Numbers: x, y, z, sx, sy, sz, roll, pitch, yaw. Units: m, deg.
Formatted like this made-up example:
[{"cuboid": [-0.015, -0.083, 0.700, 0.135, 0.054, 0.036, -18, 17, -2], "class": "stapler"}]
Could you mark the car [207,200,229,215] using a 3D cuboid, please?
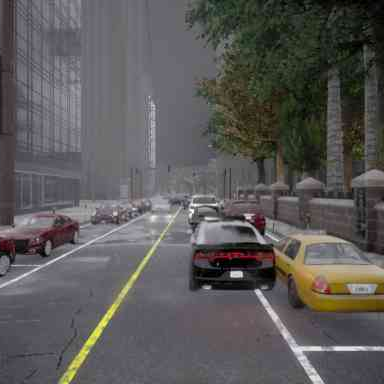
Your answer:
[{"cuboid": [2.670, 1.576, 34.798, 1.947, 1.339, 4.313, 0, 0, 0], "class": "car"}]

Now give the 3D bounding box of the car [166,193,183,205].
[{"cuboid": [-1.764, 1.371, 54.998, 2.097, 1.767, 4.553, 1, 0, -38], "class": "car"}]

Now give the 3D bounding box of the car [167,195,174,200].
[{"cuboid": [-6.013, 1.636, 93.969, 1.802, 1.307, 4.206, 0, 0, 0], "class": "car"}]

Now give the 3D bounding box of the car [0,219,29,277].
[{"cuboid": [-5.783, 1.545, 7.488, 1.887, 1.381, 4.507, 0, 0, 0], "class": "car"}]

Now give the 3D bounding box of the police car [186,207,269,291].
[{"cuboid": [0.876, 1.427, 9.167, 1.930, 1.638, 5.238, 0, 0, 0], "class": "police car"}]

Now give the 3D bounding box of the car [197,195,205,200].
[{"cuboid": [2.512, 1.605, 93.992, 2.008, 1.369, 4.403, 0, 0, 0], "class": "car"}]

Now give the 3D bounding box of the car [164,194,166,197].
[{"cuboid": [-5.984, 1.359, 83.095, 2.192, 1.841, 5.009, 0, 0, 0], "class": "car"}]

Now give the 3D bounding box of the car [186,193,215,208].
[{"cuboid": [0.834, 1.231, 25.087, 2.150, 2.045, 5.566, 0, 0, 0], "class": "car"}]

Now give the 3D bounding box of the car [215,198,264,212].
[{"cuboid": [2.713, 1.319, 18.428, 2.192, 1.841, 5.009, 0, 0, 0], "class": "car"}]

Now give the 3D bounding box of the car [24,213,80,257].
[{"cuboid": [-5.797, 1.547, 12.945, 1.887, 1.381, 4.507, 0, 0, 0], "class": "car"}]

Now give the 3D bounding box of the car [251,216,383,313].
[{"cuboid": [2.742, 1.526, 7.685, 1.752, 1.417, 4.829, 0, 0, 0], "class": "car"}]

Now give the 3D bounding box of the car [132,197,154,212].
[{"cuboid": [-5.870, 1.453, 40.230, 1.967, 1.590, 4.097, 0, 0, 0], "class": "car"}]

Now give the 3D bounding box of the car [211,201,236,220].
[{"cuboid": [2.684, 1.534, 29.511, 1.752, 1.417, 4.829, 0, 0, 0], "class": "car"}]

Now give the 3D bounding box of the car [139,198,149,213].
[{"cuboid": [-5.855, 1.555, 34.773, 1.887, 1.381, 4.507, 0, 0, 0], "class": "car"}]

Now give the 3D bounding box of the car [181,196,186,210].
[{"cuboid": [-0.117, 1.541, 43.907, 1.812, 1.442, 4.674, 0, 0, 0], "class": "car"}]

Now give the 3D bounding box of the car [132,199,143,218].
[{"cuboid": [-5.841, 1.559, 29.316, 2.008, 1.369, 4.403, 0, 0, 0], "class": "car"}]

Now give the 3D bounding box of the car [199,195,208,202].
[{"cuboid": [2.556, 1.479, 77.680, 1.967, 1.590, 4.097, 0, 0, 0], "class": "car"}]

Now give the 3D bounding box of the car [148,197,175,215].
[{"cuboid": [-3.091, 1.536, 34.425, 1.812, 1.442, 4.674, 0, 0, 0], "class": "car"}]

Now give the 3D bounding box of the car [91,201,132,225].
[{"cuboid": [-5.826, 1.446, 23.859, 1.967, 1.590, 4.097, 0, 0, 0], "class": "car"}]

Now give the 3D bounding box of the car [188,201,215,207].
[{"cuboid": [0.849, 1.510, 19.057, 1.837, 1.490, 4.892, 0, 0, 0], "class": "car"}]

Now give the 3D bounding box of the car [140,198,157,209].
[{"cuboid": [-5.884, 1.541, 45.517, 1.752, 1.417, 4.829, 0, 0, 0], "class": "car"}]
